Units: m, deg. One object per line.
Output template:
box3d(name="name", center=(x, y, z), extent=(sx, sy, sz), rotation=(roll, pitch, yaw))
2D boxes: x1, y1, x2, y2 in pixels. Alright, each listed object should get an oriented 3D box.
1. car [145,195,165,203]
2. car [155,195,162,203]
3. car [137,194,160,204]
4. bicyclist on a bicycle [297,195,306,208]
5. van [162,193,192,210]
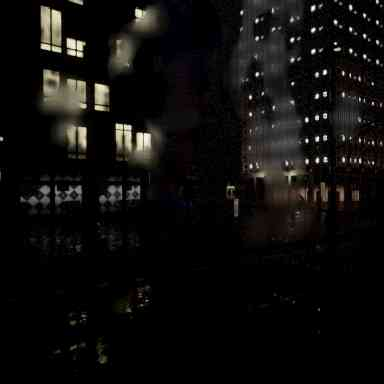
box3d(name="car", center=(-7.045, 1.239, 63.222), extent=(1.887, 1.381, 4.507), rotation=(0, 0, -34))
box3d(name="car", center=(-3.936, 1.036, 58.637), extent=(2.192, 1.841, 5.009), rotation=(0, 0, -34))
box3d(name="car", center=(-7.869, 1.204, 59.809), extent=(1.882, 1.535, 5.008), rotation=(-1, 1, -34))
box3d(name="bicyclist on a bicycle", center=(12.848, 1.118, 39.129), extent=(1.656, 1.620, 0.582), rotation=(-1, 1, -34))
box3d(name="van", center=(-1.543, 1.210, 40.180), extent=(1.690, 1.788, 3.998), rotation=(0, 0, -34))
